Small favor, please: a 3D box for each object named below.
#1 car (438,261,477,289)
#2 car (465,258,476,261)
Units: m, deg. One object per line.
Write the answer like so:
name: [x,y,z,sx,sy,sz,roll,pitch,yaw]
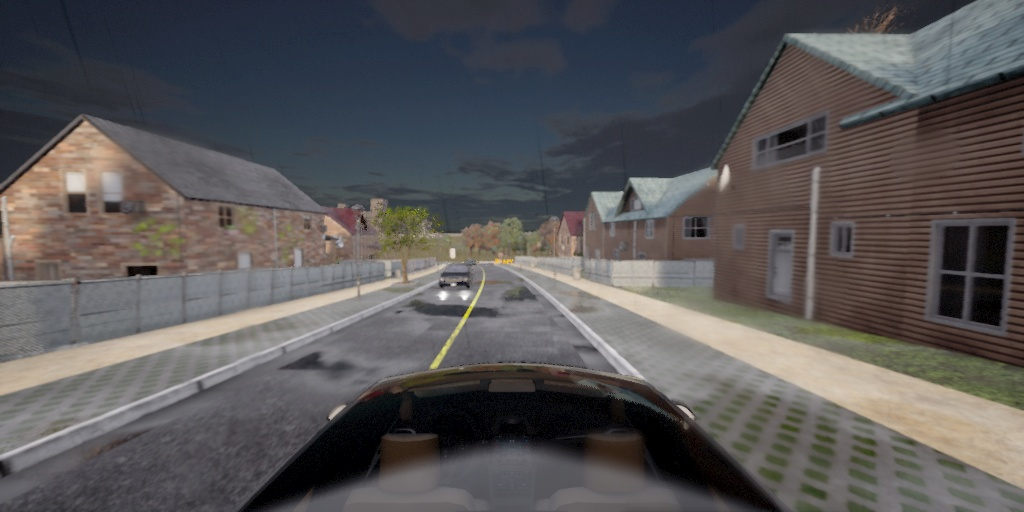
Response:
car: [-3.403,1.225,22.735,2.033,1.411,5.357,0,0,-3]
car: [-7.392,1.109,64.225,1.994,1.385,4.181,-1,0,-8]
